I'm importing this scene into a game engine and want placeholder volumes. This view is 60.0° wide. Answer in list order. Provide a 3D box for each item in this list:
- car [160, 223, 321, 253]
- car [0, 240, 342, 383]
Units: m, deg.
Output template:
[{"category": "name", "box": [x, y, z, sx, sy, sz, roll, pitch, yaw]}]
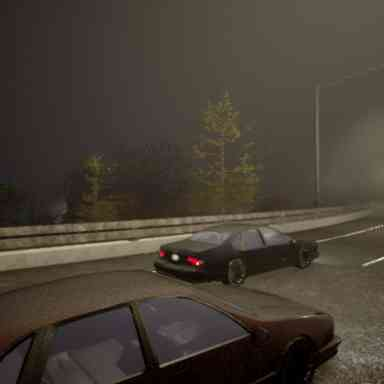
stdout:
[{"category": "car", "box": [1.534, 1.614, 9.518, 5.357, 1.411, 2.033, 0, -1, -40]}, {"category": "car", "box": [-0.702, 1.575, 3.340, 5.357, 1.411, 2.033, 0, 0, -37]}]
